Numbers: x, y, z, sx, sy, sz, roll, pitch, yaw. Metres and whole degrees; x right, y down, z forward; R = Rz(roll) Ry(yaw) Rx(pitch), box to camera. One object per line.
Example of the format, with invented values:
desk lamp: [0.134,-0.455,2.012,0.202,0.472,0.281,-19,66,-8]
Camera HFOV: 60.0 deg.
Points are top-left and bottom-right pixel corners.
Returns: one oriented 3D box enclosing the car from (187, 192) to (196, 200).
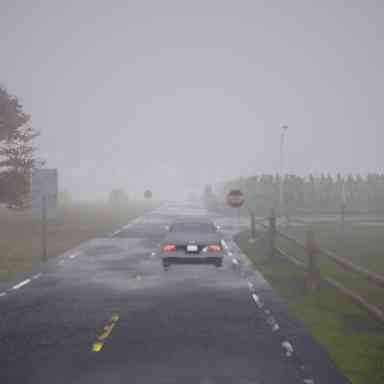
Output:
car: [-0.013,0.957,81.803,2.150,2.045,5.566,0,0,0]

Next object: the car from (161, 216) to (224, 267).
car: [0.024,1.529,11.340,2.033,1.411,5.357,0,0,0]

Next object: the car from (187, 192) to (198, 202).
car: [-0.011,1.358,71.773,1.994,1.385,4.181,0,0,0]

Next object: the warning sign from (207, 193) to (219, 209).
warning sign: [2.441,1.032,39.323,1.300,1.860,1.060,0,0,0]
